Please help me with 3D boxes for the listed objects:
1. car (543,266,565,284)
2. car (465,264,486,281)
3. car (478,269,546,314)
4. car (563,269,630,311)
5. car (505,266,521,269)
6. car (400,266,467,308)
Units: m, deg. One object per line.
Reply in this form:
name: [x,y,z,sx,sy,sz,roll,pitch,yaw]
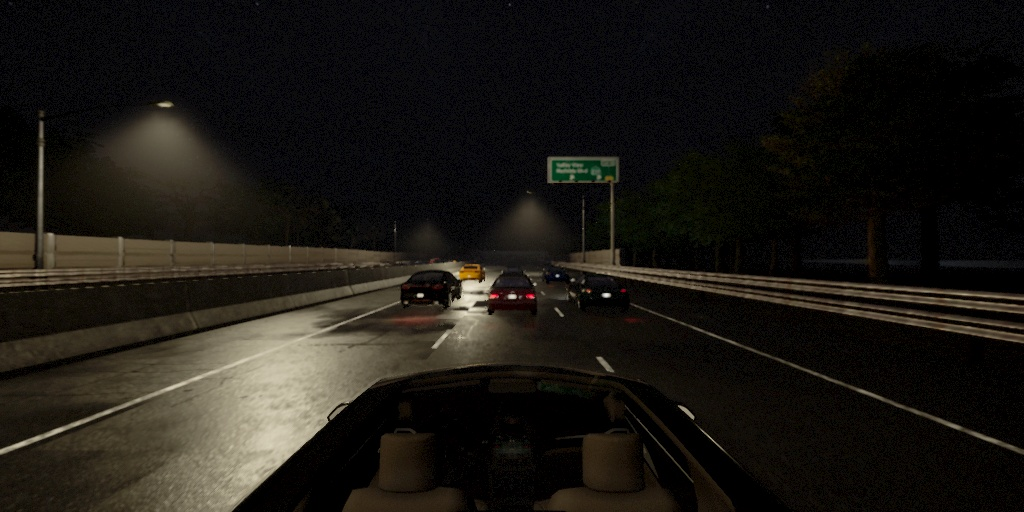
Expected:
car: [3.611,1.548,30.179,1.994,1.385,4.181,0,0,1]
car: [-3.380,1.467,31.051,1.882,1.535,5.008,0,0,1]
car: [0.030,1.412,14.335,2.033,1.411,5.357,0,0,1]
car: [3.541,1.438,15.325,1.994,1.385,4.181,0,0,1]
car: [0.094,1.525,29.315,2.033,1.411,5.357,0,0,1]
car: [-3.449,1.356,16.060,1.882,1.535,5.008,0,0,1]
